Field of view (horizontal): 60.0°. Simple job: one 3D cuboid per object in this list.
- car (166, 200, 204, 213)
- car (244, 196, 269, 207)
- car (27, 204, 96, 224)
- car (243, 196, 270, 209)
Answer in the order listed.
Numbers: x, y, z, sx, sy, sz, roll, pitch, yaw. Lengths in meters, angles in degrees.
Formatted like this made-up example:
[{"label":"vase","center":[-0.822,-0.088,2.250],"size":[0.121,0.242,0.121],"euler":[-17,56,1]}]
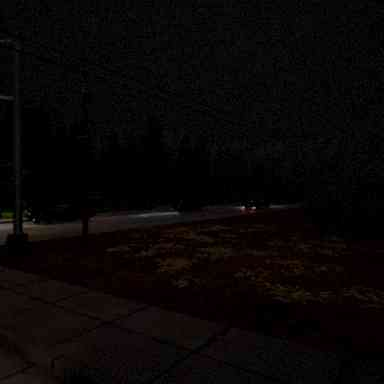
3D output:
[{"label":"car","center":[-0.740,1.531,36.742],"size":[1.895,1.301,4.718],"euler":[0,0,37]},{"label":"car","center":[9.927,1.362,50.987],"size":[1.882,1.535,5.008],"euler":[0,0,37]},{"label":"car","center":[-9.623,1.608,24.755],"size":[1.895,1.301,4.718],"euler":[0,0,37]},{"label":"car","center":[8.357,1.360,42.818],"size":[2.128,1.511,4.902],"euler":[0,0,37]}]
